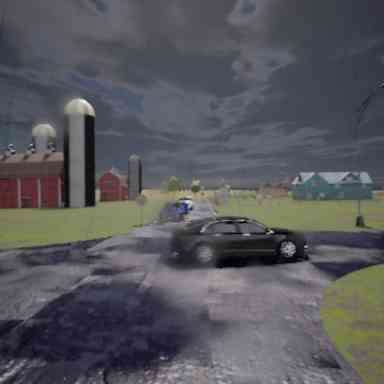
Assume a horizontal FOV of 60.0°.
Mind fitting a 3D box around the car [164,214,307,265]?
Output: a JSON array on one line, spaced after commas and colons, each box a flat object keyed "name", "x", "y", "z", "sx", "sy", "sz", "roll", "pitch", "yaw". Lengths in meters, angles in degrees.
[{"name": "car", "x": 1.615, "y": 1.624, "z": 11.840, "sx": 4.892, "sy": 1.490, "sz": 1.837, "roll": -1, "pitch": 0, "yaw": -10}]

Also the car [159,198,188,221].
[{"name": "car", "x": -1.770, "y": 1.675, "z": 30.420, "sx": 2.097, "sy": 1.767, "sz": 4.553, "roll": 0, "pitch": -1, "yaw": 2}]

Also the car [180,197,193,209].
[{"name": "car", "x": -1.058, "y": 1.759, "z": 51.609, "sx": 2.150, "sy": 2.045, "sz": 5.566, "roll": 0, "pitch": -1, "yaw": 3}]

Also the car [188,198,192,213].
[{"name": "car", "x": -1.408, "y": 1.910, "z": 41.198, "sx": 1.882, "sy": 1.535, "sz": 5.008, "roll": 0, "pitch": -1, "yaw": 2}]
